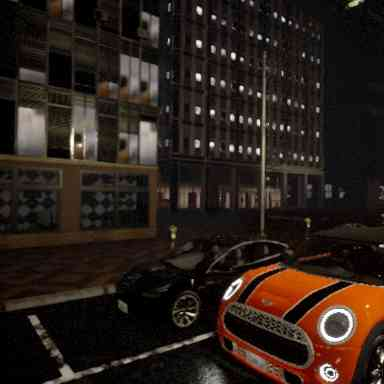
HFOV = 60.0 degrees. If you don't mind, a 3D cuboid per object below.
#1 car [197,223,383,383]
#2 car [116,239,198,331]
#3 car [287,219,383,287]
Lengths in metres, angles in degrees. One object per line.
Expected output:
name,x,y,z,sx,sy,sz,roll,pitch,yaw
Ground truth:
car,2.581,1.405,5.214,4.553,1.767,2.097,1,0,-35
car,0.594,1.614,6.976,4.313,1.339,1.947,1,0,-36
car,5.186,1.658,10.254,4.403,1.369,2.008,1,0,-36
